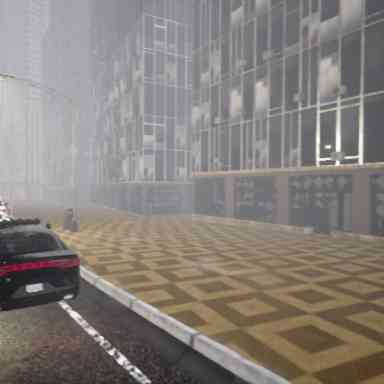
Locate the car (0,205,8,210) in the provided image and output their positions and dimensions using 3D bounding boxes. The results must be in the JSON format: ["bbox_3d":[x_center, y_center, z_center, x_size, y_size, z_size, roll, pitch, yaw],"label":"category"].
[{"bbox_3d":[-9.617,1.572,15.756,1.812,1.442,4.674,0,0,-33],"label":"car"}]

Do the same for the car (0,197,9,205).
[{"bbox_3d":[-12.766,1.286,20.726,2.150,2.045,5.566,0,0,-32],"label":"car"}]

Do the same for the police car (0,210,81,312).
[{"bbox_3d":[-4.186,1.443,7.788,1.930,1.638,5.238,0,0,-36],"label":"police car"}]
